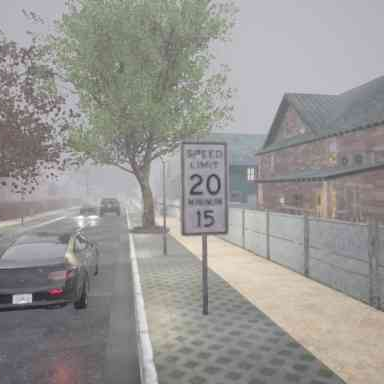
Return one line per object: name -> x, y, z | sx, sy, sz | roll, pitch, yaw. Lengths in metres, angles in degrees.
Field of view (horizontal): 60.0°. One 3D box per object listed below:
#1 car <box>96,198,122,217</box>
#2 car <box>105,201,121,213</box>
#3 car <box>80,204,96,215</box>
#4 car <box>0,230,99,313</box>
car -> -9.276, 1.671, 37.890 | 2.150, 2.045, 5.566 | -1, -1, -11
car -> -11.349, 2.116, 47.932 | 2.033, 1.411, 5.357 | -1, -1, -11
car -> -12.889, 2.135, 41.656 | 1.895, 1.301, 4.718 | -1, -1, -11
car -> -3.243, 1.615, 7.720 | 1.812, 1.442, 4.674 | -1, -1, -11
